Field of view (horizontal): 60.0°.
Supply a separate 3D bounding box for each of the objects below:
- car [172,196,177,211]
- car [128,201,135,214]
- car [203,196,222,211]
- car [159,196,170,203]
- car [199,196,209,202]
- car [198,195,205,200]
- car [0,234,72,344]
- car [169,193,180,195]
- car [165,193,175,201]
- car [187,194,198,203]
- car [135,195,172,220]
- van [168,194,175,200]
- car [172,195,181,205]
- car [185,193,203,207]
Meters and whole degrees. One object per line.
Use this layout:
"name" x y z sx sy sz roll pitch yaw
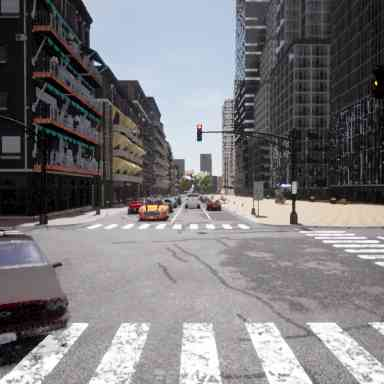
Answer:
"car" -3.085 1.501 37.637 1.837 1.490 4.892 0 0 0
"car" -5.689 1.540 35.384 1.887 1.381 4.507 -1 0 0
"car" 2.659 1.540 41.088 1.887 1.381 4.507 -1 0 0
"car" -5.679 1.584 69.278 1.802 1.307 4.206 -1 0 0
"car" 2.670 1.548 74.982 1.887 1.381 4.507 -1 0 0
"car" 2.675 1.535 92.099 1.752 1.417 4.829 -1 0 0
"car" -3.879 1.615 6.767 2.033 1.411 5.357 0 -1 -31
"car" -3.031 1.220 58.283 2.150 2.045 5.566 0 0 1
"car" -5.677 1.322 86.225 2.192 1.841 5.009 -1 0 0
"car" 0.123 1.353 69.935 2.097 1.767 4.553 0 0 0
"car" -3.090 1.348 27.640 2.097 1.767 4.553 0 0 0
"van" -5.675 1.350 91.873 1.690 1.788 3.998 -1 0 0
"car" -3.077 1.544 47.965 2.033 1.411 5.357 0 0 0
"car" 0.118 1.216 50.042 2.150 2.045 5.566 0 0 0
